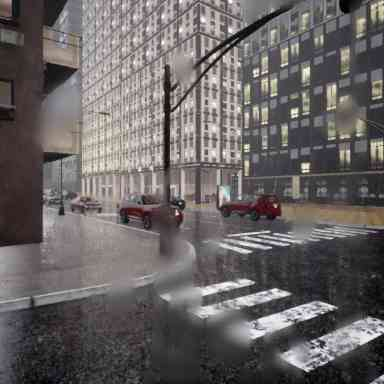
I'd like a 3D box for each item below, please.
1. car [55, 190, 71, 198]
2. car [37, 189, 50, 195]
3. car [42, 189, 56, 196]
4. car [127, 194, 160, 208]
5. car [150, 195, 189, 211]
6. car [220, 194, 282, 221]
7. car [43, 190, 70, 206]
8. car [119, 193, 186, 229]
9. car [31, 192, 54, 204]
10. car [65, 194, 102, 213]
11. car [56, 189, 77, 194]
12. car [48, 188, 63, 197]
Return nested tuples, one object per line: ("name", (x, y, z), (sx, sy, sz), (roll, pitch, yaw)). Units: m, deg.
("car", (-25.147, 0.310, 64.693), (1.887, 1.381, 4.507), (1, 0, -36))
("car", (-34.930, -0.011, 78.155), (1.887, 1.381, 4.507), (1, 0, -36))
("car", (-31.668, 0.097, 73.667), (1.887, 1.381, 4.507), (1, 0, -36))
("car", (-5.582, 0.966, 37.768), (1.947, 1.339, 4.313), (1, 0, -36))
("car", (-2.320, 1.070, 33.281), (1.947, 1.339, 4.313), (1, 0, -36))
("car", (4.208, 1.027, 24.305), (2.192, 1.841, 5.009), (1, 0, -36))
("car", (-15.582, 0.827, 37.276), (2.008, 1.369, 4.403), (2, 0, -36))
("car", (-2.534, 1.008, 19.330), (2.192, 1.841, 5.009), (2, 0, -36))
("car", (-18.843, 0.752, 41.762), (1.802, 1.307, 4.206), (2, 0, -36))
("car", (-9.062, 1.067, 28.303), (1.802, 1.307, 4.206), (2, 0, -36))
("car", (-19.501, 0.516, 52.494), (1.837, 1.490, 4.892), (0, 1, -36))
("car", (-28.404, 0.099, 69.179), (1.967, 1.590, 4.097), (1, 0, -36))
